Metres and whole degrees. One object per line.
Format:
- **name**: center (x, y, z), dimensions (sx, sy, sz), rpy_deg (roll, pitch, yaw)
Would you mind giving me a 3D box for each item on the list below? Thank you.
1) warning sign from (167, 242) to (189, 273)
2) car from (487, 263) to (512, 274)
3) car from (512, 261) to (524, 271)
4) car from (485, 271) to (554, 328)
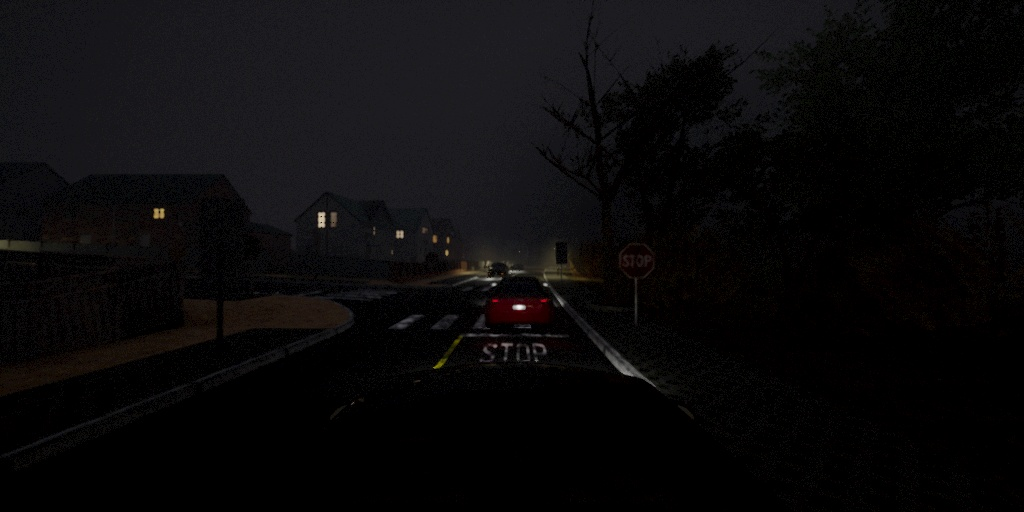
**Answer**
- **warning sign**: center (-19.695, 0.076, 21.111), dimensions (1.060, 1.860, 1.300), rpy_deg (0, 0, 1)
- **car**: center (-1.387, 1.439, 37.250), dimensions (1.837, 1.490, 4.892), rpy_deg (0, 0, 4)
- **car**: center (0.875, 1.655, 59.846), dimensions (2.128, 1.511, 4.902), rpy_deg (0, -1, 7)
- **car**: center (0.248, 1.355, 11.637), dimensions (1.994, 1.385, 4.181), rpy_deg (0, 0, 1)
